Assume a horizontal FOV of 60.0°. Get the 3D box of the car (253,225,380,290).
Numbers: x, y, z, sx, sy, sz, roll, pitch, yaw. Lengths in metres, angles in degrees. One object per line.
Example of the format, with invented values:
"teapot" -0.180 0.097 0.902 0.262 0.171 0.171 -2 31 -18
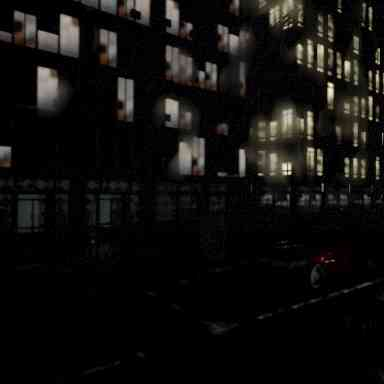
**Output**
"car" 3.533 1.597 9.078 4.206 1.307 1.802 0 0 -36
